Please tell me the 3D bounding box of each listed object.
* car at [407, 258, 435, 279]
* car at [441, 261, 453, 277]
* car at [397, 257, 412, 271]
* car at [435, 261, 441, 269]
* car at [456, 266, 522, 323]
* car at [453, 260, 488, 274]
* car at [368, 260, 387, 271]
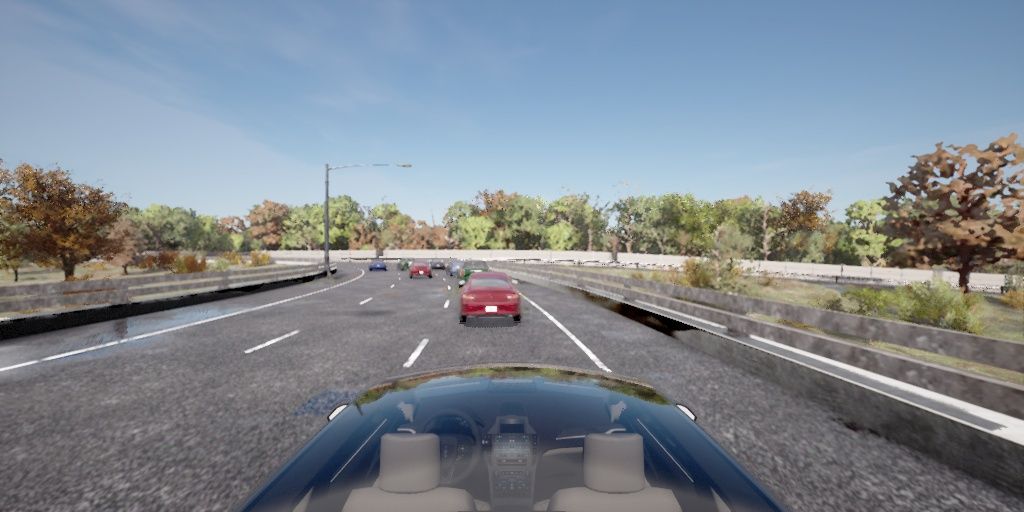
[{"bbox_3d":[-8.095,1.168,31.603,1.812,1.442,4.674,0,0,-17],"label":"car"},{"bbox_3d":[-5.289,1.178,34.402,2.033,1.411,5.357,0,0,-17],"label":"car"},{"bbox_3d":[-13.331,0.947,45.575,2.097,1.767,4.553,0,0,-26],"label":"car"},{"bbox_3d":[-10.085,1.149,46.891,1.994,1.385,4.181,0,0,-24],"label":"car"},{"bbox_3d":[-0.760,1.239,11.840,1.812,1.442,4.674,0,0,-5],"label":"car"},{"bbox_3d":[-2.455,1.025,22.846,2.097,1.767,4.553,0,0,-10],"label":"car"},{"bbox_3d":[-17.031,1.157,45.290,1.994,1.385,4.181,0,0,-24],"label":"car"}]
